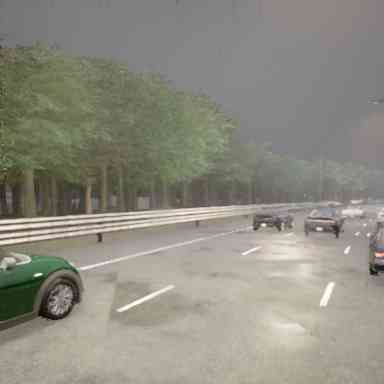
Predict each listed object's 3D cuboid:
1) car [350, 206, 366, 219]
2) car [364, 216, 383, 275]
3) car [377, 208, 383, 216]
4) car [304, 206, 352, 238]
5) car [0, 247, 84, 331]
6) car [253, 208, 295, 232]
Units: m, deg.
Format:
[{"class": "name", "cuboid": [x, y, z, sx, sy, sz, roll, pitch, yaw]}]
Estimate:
[{"class": "car", "cuboid": [17.254, 2.141, 35.226, 1.895, 1.301, 4.718, 0, -1, 32]}, {"class": "car", "cuboid": [6.660, 1.720, 10.531, 2.033, 1.411, 5.357, 0, -1, 29]}, {"class": "car", "cuboid": [15.929, 1.947, 26.638, 1.812, 1.442, 4.674, 0, -1, 31]}, {"class": "car", "cuboid": [8.024, 1.797, 19.885, 2.128, 1.511, 4.902, 0, -1, 30]}, {"class": "car", "cuboid": [-3.909, 1.413, 5.224, 2.097, 1.767, 4.553, 0, -1, 27]}, {"class": "car", "cuboid": [5.688, 1.842, 22.854, 1.837, 1.490, 4.892, 0, -1, 30]}]
